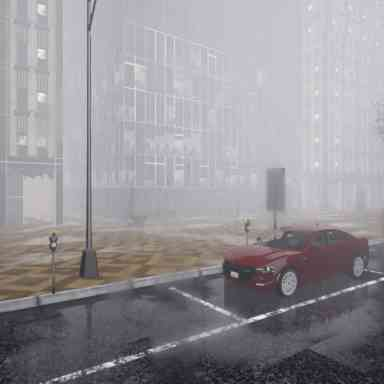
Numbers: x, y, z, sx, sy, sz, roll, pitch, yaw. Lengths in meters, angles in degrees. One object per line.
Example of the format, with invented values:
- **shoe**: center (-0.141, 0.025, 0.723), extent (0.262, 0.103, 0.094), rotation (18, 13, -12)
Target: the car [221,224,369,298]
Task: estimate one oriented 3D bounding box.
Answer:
- **car**: center (2.752, 1.545, 8.502), extent (4.507, 1.381, 1.887), rotation (0, 0, -35)
